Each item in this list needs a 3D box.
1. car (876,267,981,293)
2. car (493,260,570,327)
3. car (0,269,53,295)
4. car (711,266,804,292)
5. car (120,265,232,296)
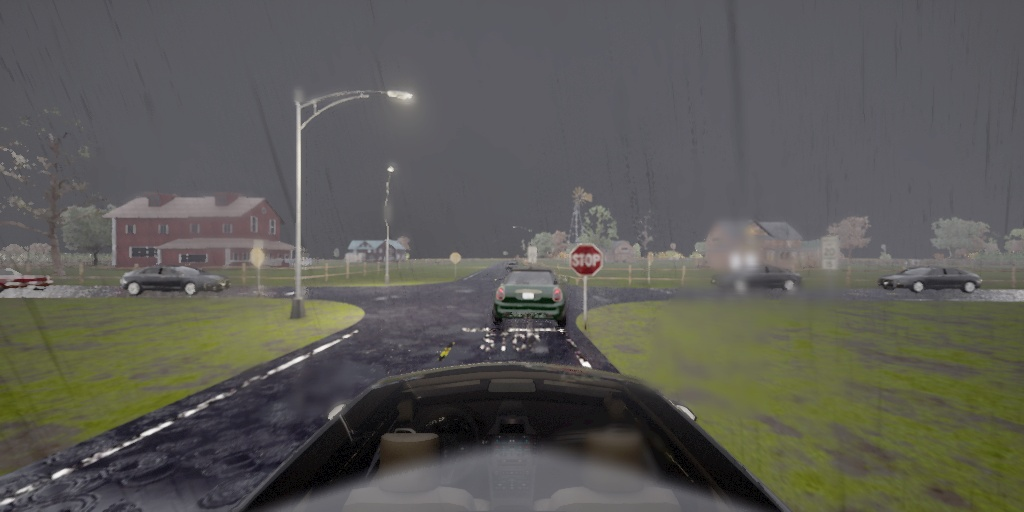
[{"bbox_3d":[24.813,1.388,21.458,4.892,1.490,1.837,0,0,1],"label":"car"},{"bbox_3d":[0.800,1.124,11.941,2.097,1.767,4.553,0,0,9],"label":"car"},{"bbox_3d":[-27.398,1.313,18.825,4.718,1.301,1.895,0,0,1],"label":"car"},{"bbox_3d":[14.639,1.348,21.526,4.892,1.490,1.837,0,0,0],"label":"car"},{"bbox_3d":[-17.452,1.244,18.766,4.892,1.490,1.837,0,0,1],"label":"car"}]
